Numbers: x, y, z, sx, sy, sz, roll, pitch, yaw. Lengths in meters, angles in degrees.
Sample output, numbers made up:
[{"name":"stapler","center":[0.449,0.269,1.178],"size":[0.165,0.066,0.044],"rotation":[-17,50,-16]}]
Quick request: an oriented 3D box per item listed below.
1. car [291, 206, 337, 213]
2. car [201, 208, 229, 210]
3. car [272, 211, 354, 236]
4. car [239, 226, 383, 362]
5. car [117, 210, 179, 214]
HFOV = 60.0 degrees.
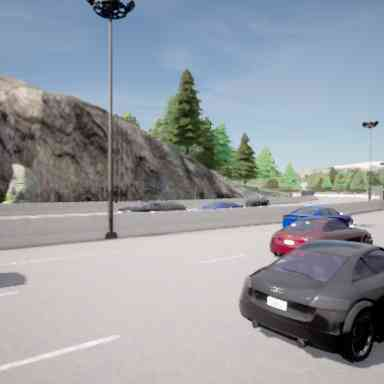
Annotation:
[{"name":"car","center":[6.994,1.500,18.306],"size":[5.008,1.535,1.882],"rotation":[0,0,-40]},{"name":"car","center":[2.310,1.521,28.380],"size":[5.008,1.535,1.882],"rotation":[0,0,-42]},{"name":"car","center":[4.683,1.578,11.877],"size":[4.181,1.385,1.994],"rotation":[0,0,-38]},{"name":"car","center":[2.827,1.571,5.988],"size":[4.181,1.385,1.994],"rotation":[0,0,-37]},{"name":"car","center":[-3.892,1.540,27.699],"size":[4.902,1.511,2.128],"rotation":[0,0,-40]}]
